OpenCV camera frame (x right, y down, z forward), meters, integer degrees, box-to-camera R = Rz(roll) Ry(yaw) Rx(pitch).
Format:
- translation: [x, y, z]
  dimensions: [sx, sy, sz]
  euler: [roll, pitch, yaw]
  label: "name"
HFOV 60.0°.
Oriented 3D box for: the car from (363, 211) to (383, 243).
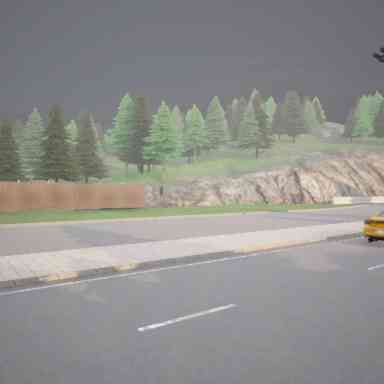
- translation: [9.663, 1.477, 14.938]
  dimensions: [5.008, 1.535, 1.882]
  euler: [0, 0, -36]
  label: "car"
